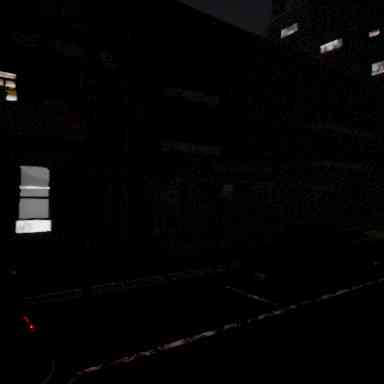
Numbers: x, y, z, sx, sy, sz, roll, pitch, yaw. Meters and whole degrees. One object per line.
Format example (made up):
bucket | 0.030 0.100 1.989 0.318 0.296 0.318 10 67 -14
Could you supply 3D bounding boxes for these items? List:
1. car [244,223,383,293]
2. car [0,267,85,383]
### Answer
car | 3.345 1.572 8.926 4.313 1.339 1.947 0 1 -35
car | -2.774 1.351 1.401 4.553 1.767 2.097 0 0 -35
